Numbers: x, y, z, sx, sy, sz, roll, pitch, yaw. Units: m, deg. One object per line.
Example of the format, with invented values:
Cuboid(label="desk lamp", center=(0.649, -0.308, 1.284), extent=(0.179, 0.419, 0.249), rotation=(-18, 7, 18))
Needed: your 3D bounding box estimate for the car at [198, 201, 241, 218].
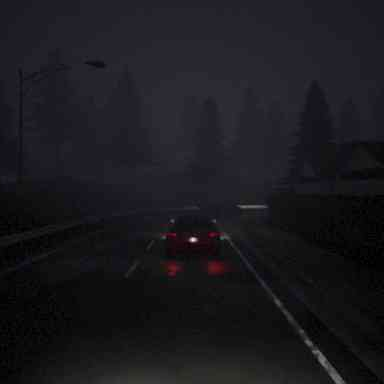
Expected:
Cuboid(label="car", center=(2.430, 1.477, 28.343), extent=(1.882, 1.535, 5.008), rotation=(-1, 0, 34))

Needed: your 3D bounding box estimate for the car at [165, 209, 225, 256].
Cuboid(label="car", center=(0.057, 1.571, 13.137), extent=(1.994, 1.385, 4.181), rotation=(0, 0, 0))
